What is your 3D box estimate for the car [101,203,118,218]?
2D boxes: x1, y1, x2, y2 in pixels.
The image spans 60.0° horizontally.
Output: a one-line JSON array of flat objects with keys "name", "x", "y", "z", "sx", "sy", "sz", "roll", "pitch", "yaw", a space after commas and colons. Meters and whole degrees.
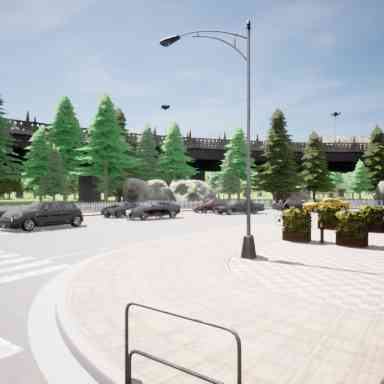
[{"name": "car", "x": -5.844, "y": 1.508, "z": 29.215, "sx": 1.994, "sy": 1.385, "sz": 4.181, "roll": 0, "pitch": 0, "yaw": 45}]

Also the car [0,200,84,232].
[{"name": "car", "x": -8.940, "y": 1.296, "z": 20.050, "sx": 2.097, "sy": 1.767, "sz": 4.553, "roll": 0, "pitch": 0, "yaw": 37}]

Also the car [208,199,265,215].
[{"name": "car", "x": 4.683, "y": 1.492, "z": 33.045, "sx": 5.357, "sy": 1.411, "sz": 2.033, "roll": 0, "pitch": 0, "yaw": -26}]

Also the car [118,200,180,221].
[{"name": "car", "x": -3.144, "y": 1.436, "z": 27.121, "sx": 4.902, "sy": 1.511, "sz": 2.128, "roll": 0, "pitch": 0, "yaw": -44}]

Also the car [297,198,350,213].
[{"name": "car", "x": 14.555, "y": 1.422, "z": 36.275, "sx": 5.008, "sy": 1.535, "sz": 1.882, "roll": 0, "pitch": 0, "yaw": -7}]

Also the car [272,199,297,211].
[{"name": "car", "x": 11.602, "y": 1.508, "z": 39.164, "sx": 4.181, "sy": 1.385, "sz": 1.994, "roll": 0, "pitch": 0, "yaw": -11}]

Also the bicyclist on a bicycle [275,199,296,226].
[{"name": "bicyclist on a bicycle", "x": 5.581, "y": 1.245, "z": 19.574, "sx": 0.582, "sy": 1.620, "sz": 1.656, "roll": 0, "pitch": 0, "yaw": -44}]

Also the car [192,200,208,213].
[{"name": "car", "x": 2.252, "y": 1.470, "z": 35.549, "sx": 4.674, "sy": 1.442, "sz": 1.812, "roll": 0, "pitch": 0, "yaw": -28}]
